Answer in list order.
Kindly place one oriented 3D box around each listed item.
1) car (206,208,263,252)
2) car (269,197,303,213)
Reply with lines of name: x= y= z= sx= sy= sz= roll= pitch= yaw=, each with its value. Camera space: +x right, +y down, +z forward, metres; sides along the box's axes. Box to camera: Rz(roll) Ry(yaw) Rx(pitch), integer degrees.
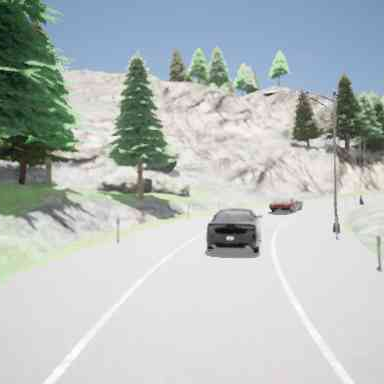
car: x=1.830 y=1.370 z=13.595 sx=1.882 sy=1.535 sz=5.008 roll=-1 pitch=1 yaw=13
car: x=8.479 y=1.108 z=29.650 sx=1.895 sy=1.301 sz=4.718 roll=-1 pitch=1 yaw=32
